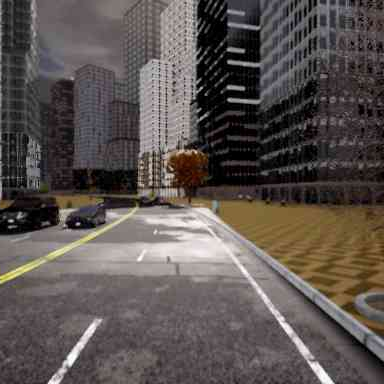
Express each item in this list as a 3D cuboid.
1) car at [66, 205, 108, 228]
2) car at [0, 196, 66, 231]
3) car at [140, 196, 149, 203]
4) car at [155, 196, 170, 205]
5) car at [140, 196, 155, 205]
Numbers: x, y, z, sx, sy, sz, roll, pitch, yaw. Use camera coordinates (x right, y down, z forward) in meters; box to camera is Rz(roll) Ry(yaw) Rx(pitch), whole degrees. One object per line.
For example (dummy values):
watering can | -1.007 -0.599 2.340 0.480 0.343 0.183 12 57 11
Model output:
car | -7.290 1.645 23.542 2.033 1.411 5.357 0 0 -3
car | -10.455 1.317 21.738 2.150 2.045 5.566 0 0 -3
car | -10.496 1.635 73.090 1.837 1.490 4.892 0 0 -11
car | -5.442 1.793 63.711 1.895 1.301 4.718 0 0 -10
car | -8.711 1.759 63.555 1.994 1.385 4.181 0 0 -10
